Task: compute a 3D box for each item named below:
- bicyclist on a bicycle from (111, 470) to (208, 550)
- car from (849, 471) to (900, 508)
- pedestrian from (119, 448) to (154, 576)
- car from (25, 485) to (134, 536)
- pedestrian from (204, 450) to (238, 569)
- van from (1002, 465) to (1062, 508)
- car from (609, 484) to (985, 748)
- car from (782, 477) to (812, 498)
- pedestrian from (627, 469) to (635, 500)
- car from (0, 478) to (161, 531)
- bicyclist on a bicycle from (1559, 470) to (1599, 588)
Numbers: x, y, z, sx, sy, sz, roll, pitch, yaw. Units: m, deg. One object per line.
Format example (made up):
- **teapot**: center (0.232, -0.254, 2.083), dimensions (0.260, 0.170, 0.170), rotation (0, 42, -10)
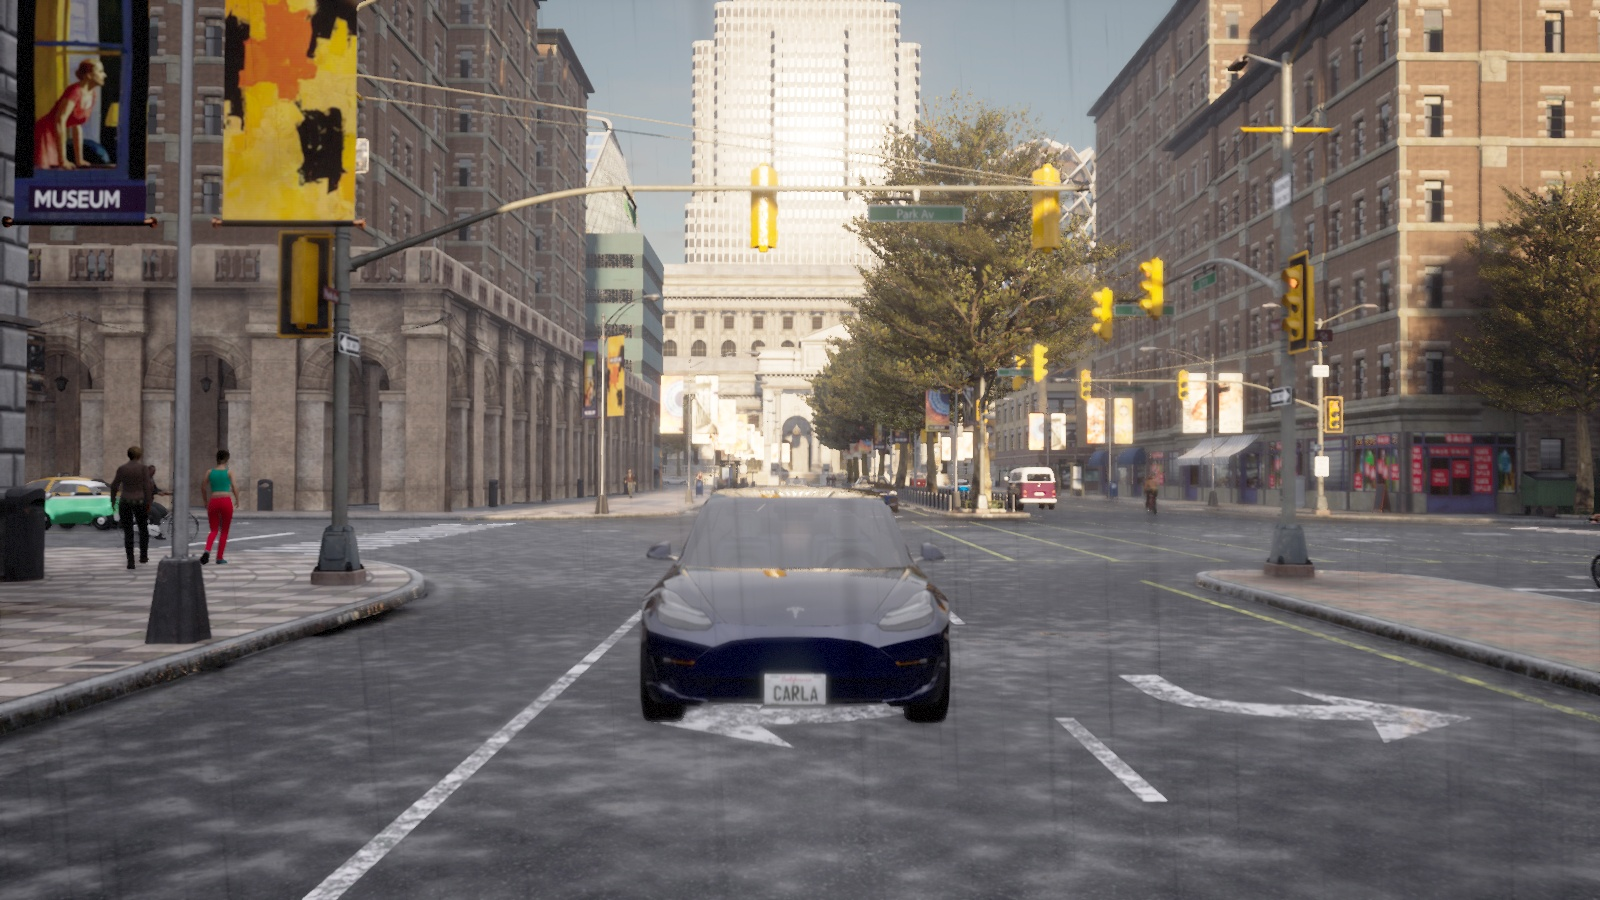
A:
- **bicyclist on a bicycle**: center (-14.405, 1.339, 28.262), dimensions (1.843, 1.776, 0.659), rotation (0, -1, 0)
- **car**: center (3.433, 1.813, 58.857), dimensions (2.152, 1.651, 5.027), rotation (0, -1, 1)
- **pedestrian**: center (-9.812, 0.905, 18.588), dimensions (0.331, 1.846, 0.634), rotation (0, -1, -17)
- **car**: center (-20.162, 1.692, 35.209), dimensions (2.207, 1.376, 1.481), rotation (0, -1, -1)
- **pedestrian**: center (-9.137, 0.928, 19.826), dimensions (0.345, 1.836, 0.594), rotation (0, -1, -11)
- **van**: center (11.347, 1.786, 61.735), dimensions (2.069, 2.038, 4.480), rotation (0, -1, 0)
- **car**: center (-0.024, 1.023, 9.643), dimensions (2.163, 1.488, 4.792), rotation (0, -1, 0)
- **car**: center (-0.224, 2.723, 91.169), dimensions (2.163, 1.488, 4.792), rotation (0, -1, 0)
- **pedestrian**: center (-10.247, 2.104, 75.994), dimensions (0.376, 1.854, 0.720), rotation (0, -1, 0)
- **car**: center (-22.840, 1.658, 38.689), dimensions (5.366, 1.575, 1.801), rotation (0, -1, -1)
- **bicyclist on a bicycle**: center (11.351, 1.072, 17.236), dimensions (0.866, 1.612, 1.509), rotation (-1, -1, -4)
